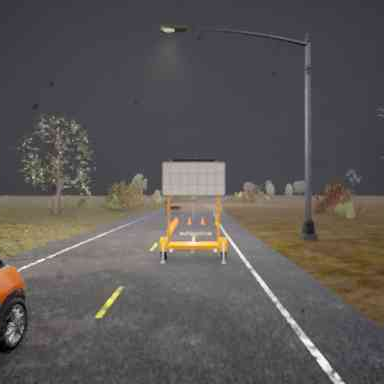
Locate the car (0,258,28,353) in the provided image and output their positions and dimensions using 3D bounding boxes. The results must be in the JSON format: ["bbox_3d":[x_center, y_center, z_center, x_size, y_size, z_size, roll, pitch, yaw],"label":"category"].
[{"bbox_3d":[-3.574,1.382,3.191,2.097,1.767,4.553,0,-1,0],"label":"car"}]

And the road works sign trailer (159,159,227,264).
[{"bbox_3d":[0.065,0.577,12.366,2.380,3.560,2.880,0,-1,1],"label":"road works sign trailer"}]

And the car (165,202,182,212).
[{"bbox_3d":[-2.447,1.999,44.697,1.895,1.301,4.718,0,-1,3],"label":"car"}]
